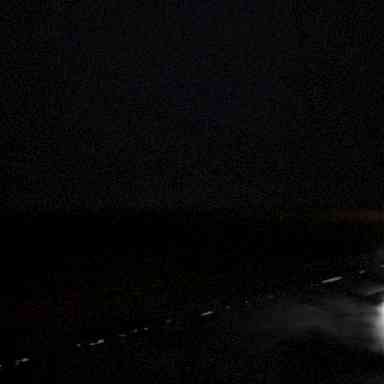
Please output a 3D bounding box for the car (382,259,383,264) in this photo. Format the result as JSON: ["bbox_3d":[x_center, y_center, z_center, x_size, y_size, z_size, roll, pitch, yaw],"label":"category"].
[{"bbox_3d":[7.202,1.633,9.116,4.718,1.301,1.895,0,0,-35],"label":"car"}]
